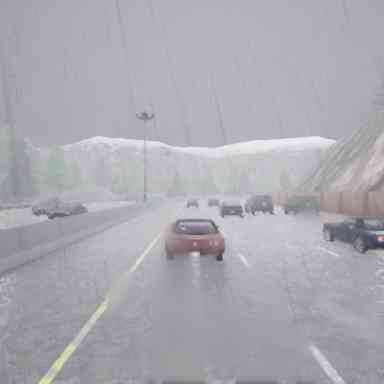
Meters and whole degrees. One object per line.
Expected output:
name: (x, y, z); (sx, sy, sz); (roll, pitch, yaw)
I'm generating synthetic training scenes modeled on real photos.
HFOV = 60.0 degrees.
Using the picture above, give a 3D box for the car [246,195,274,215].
car: (7.104, 1.350, 35.305); (2.150, 2.045, 5.566); (0, 0, 0)

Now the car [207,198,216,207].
car: (3.605, 1.707, 56.206); (1.837, 1.490, 4.892); (0, 0, 0)

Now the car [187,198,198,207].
car: (0.106, 1.750, 56.564); (2.033, 1.411, 5.357); (0, 0, 0)

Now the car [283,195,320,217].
car: (10.604, 1.342, 32.566); (2.150, 2.045, 5.566); (0, 0, 0)

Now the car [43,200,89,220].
car: (-10.594, 1.651, 28.998); (2.033, 1.411, 5.357); (0, 0, 0)

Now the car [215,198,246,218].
car: (3.602, 1.592, 31.780); (1.882, 1.535, 5.008); (0, 0, 0)

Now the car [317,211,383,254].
car: (7.102, 1.650, 13.692); (1.895, 1.301, 4.718); (0, 0, 0)

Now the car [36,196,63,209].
car: (-21.052, 1.528, 49.389); (2.097, 1.767, 4.553); (0, 0, 0)

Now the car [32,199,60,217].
car: (-14.085, 1.683, 33.215); (1.994, 1.385, 4.181); (0, 0, 0)

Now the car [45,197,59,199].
car: (-17.577, 1.648, 40.389); (1.837, 1.490, 4.892); (0, 0, 0)

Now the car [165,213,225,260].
car: (0.101, 1.646, 12.528); (1.895, 1.301, 4.718); (0, 0, 0)

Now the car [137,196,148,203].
car: (-10.494, 1.646, 70.337); (2.128, 1.511, 4.902); (0, 0, 0)
